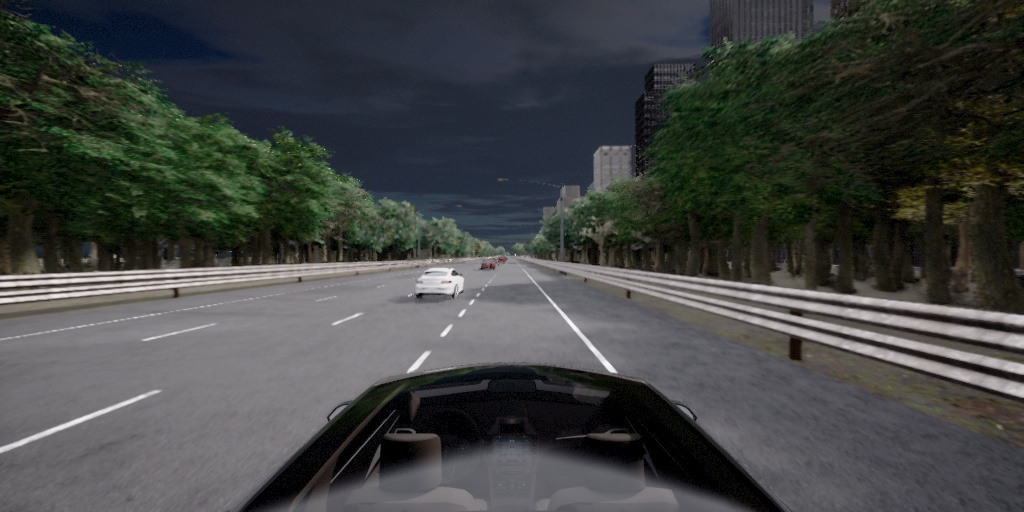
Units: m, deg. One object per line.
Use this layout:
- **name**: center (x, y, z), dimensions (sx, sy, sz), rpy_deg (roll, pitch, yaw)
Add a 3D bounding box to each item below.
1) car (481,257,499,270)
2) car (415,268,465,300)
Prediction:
- **car**: center (-3.497, 1.181, 54.971), dimensions (2.097, 1.767, 4.553), rpy_deg (0, 0, 0)
- **car**: center (-3.499, 1.295, 17.899), dimensions (1.812, 1.442, 4.674), rpy_deg (0, 0, 0)
